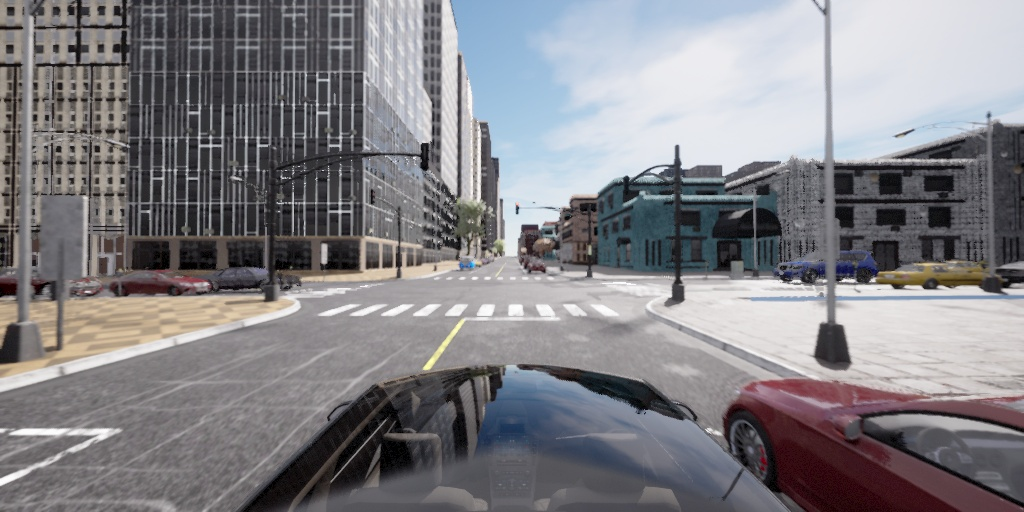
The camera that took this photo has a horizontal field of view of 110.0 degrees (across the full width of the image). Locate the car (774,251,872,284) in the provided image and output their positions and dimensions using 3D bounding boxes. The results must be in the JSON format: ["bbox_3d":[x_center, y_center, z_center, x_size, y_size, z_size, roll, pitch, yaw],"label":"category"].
[{"bbox_3d":[20.239,0.714,23.241,5.566,2.045,2.150,-1,-1,1],"label":"car"}]

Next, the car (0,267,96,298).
[{"bbox_3d":[-23.098,1.266,17.863,4.097,1.591,1.967,0,0,1],"label":"car"}]

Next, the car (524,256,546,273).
[{"bbox_3d":[2.701,1.051,39.641,1.967,1.591,4.097,0,0,0],"label":"car"}]

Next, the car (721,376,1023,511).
[{"bbox_3d":[2.815,1.332,1.678,1.802,1.307,4.207,0,0,0],"label":"car"}]

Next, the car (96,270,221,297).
[{"bbox_3d":[-17.415,1.354,17.807,4.207,1.307,1.802,0,0,1],"label":"car"}]

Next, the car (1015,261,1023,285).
[{"bbox_3d":[26.056,0.908,17.378,4.403,1.370,2.007,0,0,1],"label":"car"}]

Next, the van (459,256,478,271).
[{"bbox_3d":[-5.679,0.932,45.278,1.690,1.789,3.998,0,0,0],"label":"van"}]

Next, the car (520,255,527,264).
[{"bbox_3d":[2.704,0.884,50.988,2.192,1.841,5.009,0,0,0],"label":"car"}]

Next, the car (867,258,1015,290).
[{"bbox_3d":[20.694,0.935,17.430,4.829,1.417,1.751,0,0,1],"label":"car"}]

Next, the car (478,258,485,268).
[{"bbox_3d":[-5.676,1.074,56.456,1.751,1.417,4.829,0,0,0],"label":"car"}]

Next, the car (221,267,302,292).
[{"bbox_3d":[-15.058,1.336,20.483,5.357,1.411,2.033,-1,-1,1],"label":"car"}]
